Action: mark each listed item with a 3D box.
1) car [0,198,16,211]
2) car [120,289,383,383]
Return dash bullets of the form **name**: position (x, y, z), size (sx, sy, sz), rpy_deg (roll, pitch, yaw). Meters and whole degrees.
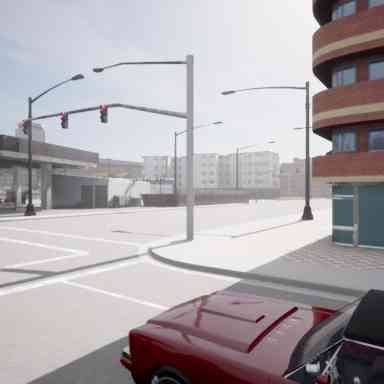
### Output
- **car**: position (-22.264, 1.453, 38.800), size (3.806, 1.475, 1.970), rpy_deg (0, 0, 36)
- **car**: position (1.588, 1.601, 2.840), size (4.718, 1.301, 1.895), rpy_deg (0, 0, 36)
